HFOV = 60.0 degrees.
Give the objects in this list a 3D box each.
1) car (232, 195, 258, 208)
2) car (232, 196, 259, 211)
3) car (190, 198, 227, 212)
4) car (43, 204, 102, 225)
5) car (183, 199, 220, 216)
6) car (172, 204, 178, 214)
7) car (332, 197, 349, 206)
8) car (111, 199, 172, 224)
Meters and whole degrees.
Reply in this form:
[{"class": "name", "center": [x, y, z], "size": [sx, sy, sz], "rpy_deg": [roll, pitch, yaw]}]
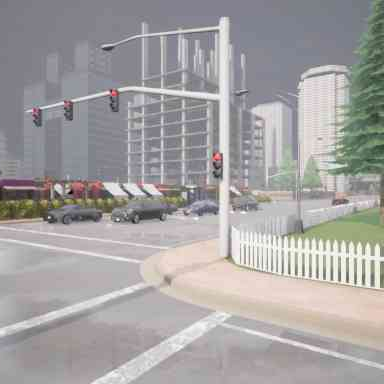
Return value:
[{"class": "car", "center": [7.846, 1.352, 48.796], "size": [2.097, 1.767, 4.553], "rpy_deg": [0, 0, 34]}, {"class": "car", "center": [6.623, 1.505, 40.790], "size": [1.837, 1.490, 4.892], "rpy_deg": [0, 0, 34]}, {"class": "car", "center": [2.150, 1.547, 40.438], "size": [2.033, 1.411, 5.357], "rpy_deg": [0, 0, 34]}, {"class": "car", "center": [-8.663, 1.564, 24.438], "size": [1.994, 1.385, 4.181], "rpy_deg": [0, 0, 34]}, {"class": "car", "center": [0.994, 1.526, 32.459], "size": [1.812, 1.442, 4.674], "rpy_deg": [0, 0, 34]}, {"class": "car", "center": [-3.488, 1.547, 32.098], "size": [2.033, 1.411, 5.357], "rpy_deg": [0, 0, 34]}, {"class": "car", "center": [24.017, 1.478, 53.697], "size": [1.882, 1.535, 5.008], "rpy_deg": [0, 0, 34]}, {"class": "car", "center": [-3.951, 1.352, 25.160], "size": [2.097, 1.767, 4.553], "rpy_deg": [0, 0, 34]}]
